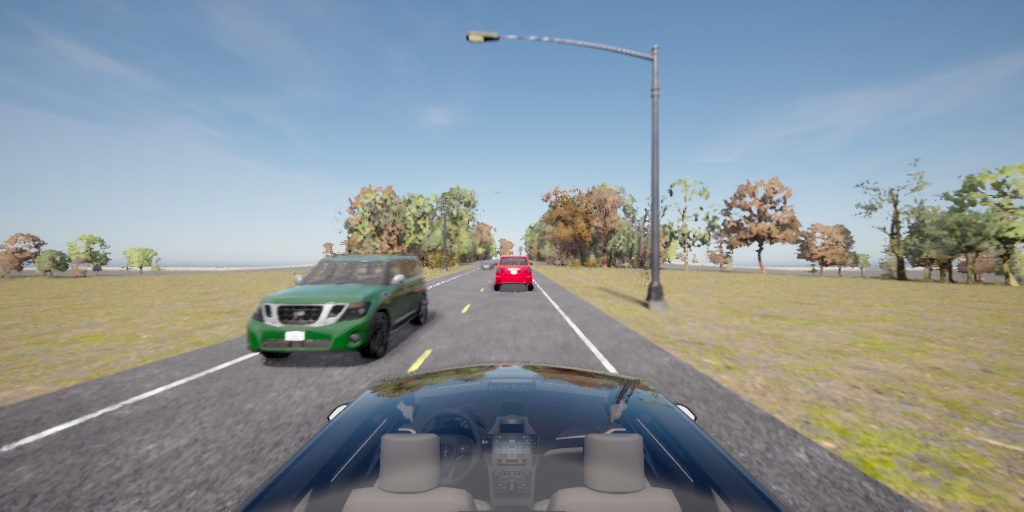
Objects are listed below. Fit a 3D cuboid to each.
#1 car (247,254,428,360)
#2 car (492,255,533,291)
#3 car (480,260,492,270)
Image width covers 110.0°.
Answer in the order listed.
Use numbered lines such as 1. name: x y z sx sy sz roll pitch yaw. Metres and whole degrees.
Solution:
1. car: -3.596 0.972 8.710 2.150 2.045 5.566 0 0 0
2. car: 0.106 0.971 22.239 2.150 2.045 5.566 0 0 0
3. car: -3.519 1.276 51.878 1.812 1.442 4.674 0 0 1
